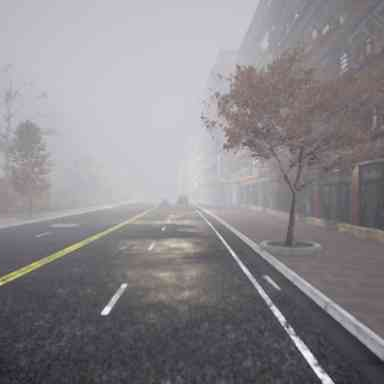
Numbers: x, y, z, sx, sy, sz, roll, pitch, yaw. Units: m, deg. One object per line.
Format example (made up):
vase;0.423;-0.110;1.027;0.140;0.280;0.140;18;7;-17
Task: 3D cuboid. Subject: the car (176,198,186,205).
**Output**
car;-2.340;1.919;71.053;1.994;1.385;4.181;0;0;-4

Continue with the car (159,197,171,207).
car;-4.977;2.005;60.820;1.895;1.301;4.718;0;0;-3

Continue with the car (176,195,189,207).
car;-1.714;1.622;60.696;2.150;2.045;5.566;0;0;-3

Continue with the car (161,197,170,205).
car;-5.581;1.894;70.812;1.812;1.442;4.674;0;0;-4
